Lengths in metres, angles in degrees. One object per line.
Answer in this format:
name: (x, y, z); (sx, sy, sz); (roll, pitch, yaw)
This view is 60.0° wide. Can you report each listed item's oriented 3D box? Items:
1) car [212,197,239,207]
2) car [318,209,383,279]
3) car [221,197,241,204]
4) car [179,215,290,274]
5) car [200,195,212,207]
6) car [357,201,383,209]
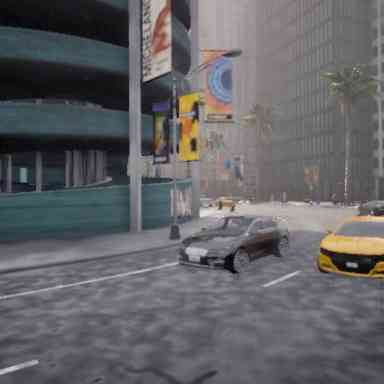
car: (5.795, 1.729, 57.135); (1.882, 1.535, 5.008); (0, -1, -24)
car: (5.329, 1.492, 10.070); (1.882, 1.535, 5.008); (0, 0, 36)
car: (8.763, 1.802, 75.072); (2.231, 1.521, 4.892); (0, 0, -24)
car: (1.593, 1.539, 10.934); (2.128, 1.511, 4.902); (0, 0, 39)
car: (1.678, 1.493, 57.768); (2.150, 2.045, 5.566); (0, 0, -24)
car: (16.456, 1.534, 29.733); (1.837, 1.490, 4.892); (0, 0, 5)
